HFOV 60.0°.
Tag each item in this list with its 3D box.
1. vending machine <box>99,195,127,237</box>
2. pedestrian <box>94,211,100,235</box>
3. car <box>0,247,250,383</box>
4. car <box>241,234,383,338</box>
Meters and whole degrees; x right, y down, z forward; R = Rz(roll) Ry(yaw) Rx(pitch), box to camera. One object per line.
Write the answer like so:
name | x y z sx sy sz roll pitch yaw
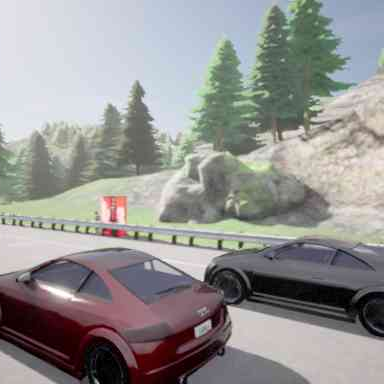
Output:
vending machine | -4.054 1.188 17.195 0.880 2.100 1.100 0 0 35
pedestrian | -5.039 1.566 17.620 0.375 1.300 0.375 0 0 35
car | -1.500 1.562 5.058 4.181 1.385 1.994 0 0 35
car | 2.305 1.563 6.643 4.181 1.385 1.994 0 0 35
